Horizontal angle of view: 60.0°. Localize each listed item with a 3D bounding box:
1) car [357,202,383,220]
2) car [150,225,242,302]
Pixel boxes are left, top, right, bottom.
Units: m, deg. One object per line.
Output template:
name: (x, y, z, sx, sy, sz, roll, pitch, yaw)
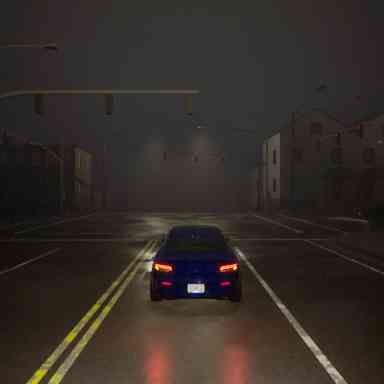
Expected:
car: (16.372, 1.526, 27.892, 4.674, 1.442, 1.812, 0, 0, -1)
car: (0.087, 1.526, 8.142, 1.812, 1.442, 4.674, 0, 0, 0)
